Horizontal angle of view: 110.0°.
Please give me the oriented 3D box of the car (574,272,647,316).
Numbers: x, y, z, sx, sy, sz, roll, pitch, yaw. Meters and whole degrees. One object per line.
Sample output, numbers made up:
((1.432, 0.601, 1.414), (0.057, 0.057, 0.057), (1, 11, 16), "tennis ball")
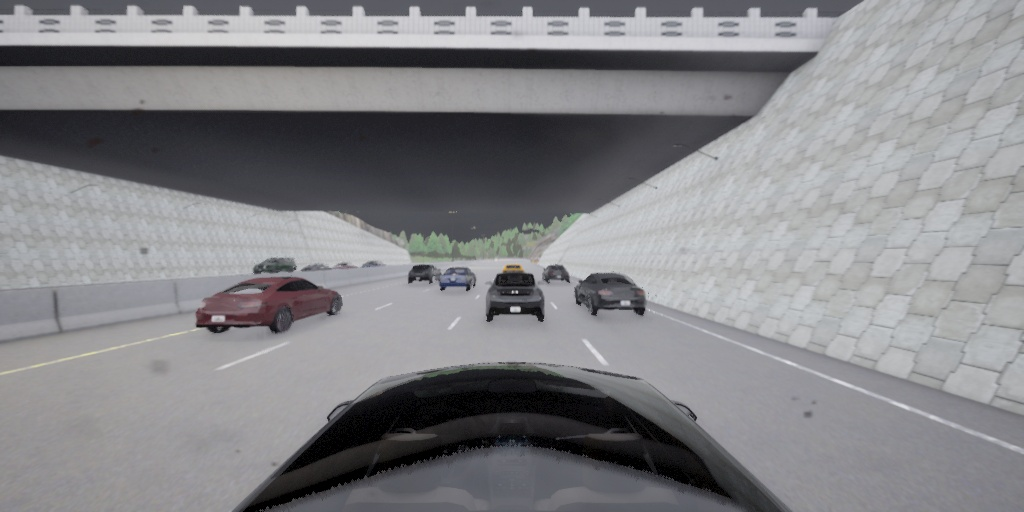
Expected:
((3.599, 1.342, 13.667), (1.812, 1.442, 4.674), (0, 0, 0), "car")

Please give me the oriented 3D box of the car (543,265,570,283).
((3.583, 1.430, 29.617), (1.812, 1.442, 4.674), (0, 0, 0), "car")

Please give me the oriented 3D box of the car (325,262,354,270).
((-21.093, 1.514, 45.013), (1.812, 1.442, 4.674), (0, 0, 0), "car")

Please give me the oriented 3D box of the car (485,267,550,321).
((0.100, 1.316, 12.802), (1.837, 1.490, 4.892), (0, 0, 0), "car")

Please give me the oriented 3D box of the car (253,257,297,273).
((-28.098, 1.197, 42.743), (2.150, 2.045, 5.566), (0, 0, 0), "car")

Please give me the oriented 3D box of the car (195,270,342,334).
((-6.914, 1.325, 10.736), (1.812, 1.442, 4.674), (0, 0, 0), "car")

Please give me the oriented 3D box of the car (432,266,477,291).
((-3.402, 1.416, 23.203), (2.033, 1.411, 5.357), (0, 0, 0), "car")

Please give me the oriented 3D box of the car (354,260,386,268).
((-17.595, 1.341, 45.314), (2.097, 1.767, 4.553), (0, 0, 0), "car")

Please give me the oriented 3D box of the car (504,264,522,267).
((0.098, 1.385, 30.175), (1.882, 1.535, 5.008), (0, 0, 0), "car")

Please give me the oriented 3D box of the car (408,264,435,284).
((-6.903, 1.404, 28.700), (1.837, 1.490, 4.892), (0, 0, 0), "car")

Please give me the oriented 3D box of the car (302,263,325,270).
((-24.589, 1.553, 45.168), (1.994, 1.385, 4.181), (0, 0, 0), "car")
